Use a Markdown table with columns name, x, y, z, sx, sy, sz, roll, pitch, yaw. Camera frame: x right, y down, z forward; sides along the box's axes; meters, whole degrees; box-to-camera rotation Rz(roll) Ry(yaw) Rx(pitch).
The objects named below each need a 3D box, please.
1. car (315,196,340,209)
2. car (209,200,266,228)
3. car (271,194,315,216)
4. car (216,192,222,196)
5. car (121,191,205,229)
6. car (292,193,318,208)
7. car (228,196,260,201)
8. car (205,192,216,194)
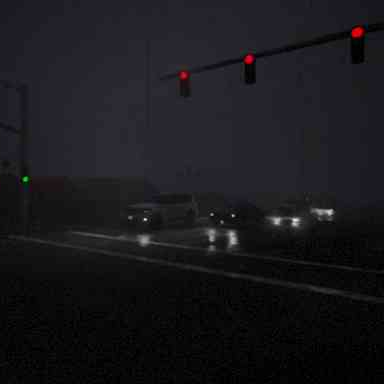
| name | x | y | z | sx | sy | sz | roll | pitch | yaw |
| --- | --- | --- | --- | --- | --- | --- | --- | --- | --- |
| car | 16.906 | 1.242 | 41.002 | 2.128 | 1.511 | 4.902 | 0 | 1 | 35 |
| car | 3.014 | 1.434 | 21.298 | 1.895 | 1.301 | 4.718 | 0 | 0 | 35 |
| car | 9.295 | 1.275 | 30.218 | 1.882 | 1.535 | 5.008 | 0 | 1 | 35 |
| car | 4.710 | 0.984 | 67.487 | 3.806 | 1.475 | 1.970 | 0 | 0 | 35 |
| car | -1.813 | 1.042 | 20.518 | 2.150 | 2.045 | 5.566 | 0 | 0 | 35 |
| car | 15.158 | 1.076 | 44.579 | 2.097 | 1.767 | 4.553 | 0 | 1 | 35 |
| car | 3.806 | 1.314 | 28.463 | 1.812 | 1.442 | 4.674 | 0 | 1 | 35 |
| car | 1.510 | 0.760 | 62.917 | 4.605 | 1.855 | 1.932 | 0 | 0 | 35 |
